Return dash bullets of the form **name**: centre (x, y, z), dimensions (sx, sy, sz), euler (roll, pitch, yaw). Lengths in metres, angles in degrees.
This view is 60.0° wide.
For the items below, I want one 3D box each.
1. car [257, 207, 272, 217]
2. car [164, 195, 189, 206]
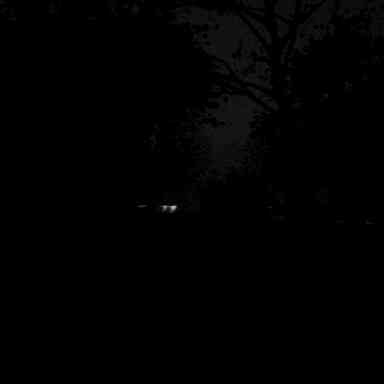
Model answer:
- **car**: centre (4.440, 1.433, 28.664), dimensions (4.718, 1.301, 1.895), euler (0, 0, 36)
- **car**: centre (-2.181, 1.251, 48.972), dimensions (1.837, 1.490, 4.892), euler (0, -1, 29)
